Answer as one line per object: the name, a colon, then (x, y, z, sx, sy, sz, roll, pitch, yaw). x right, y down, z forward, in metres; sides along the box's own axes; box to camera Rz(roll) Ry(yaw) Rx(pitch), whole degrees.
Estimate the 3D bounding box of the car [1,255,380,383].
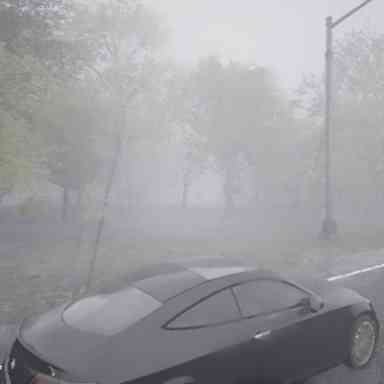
car: (0.388, 1.527, 4.019, 4.674, 1.442, 1.812, 0, 0, -36)
